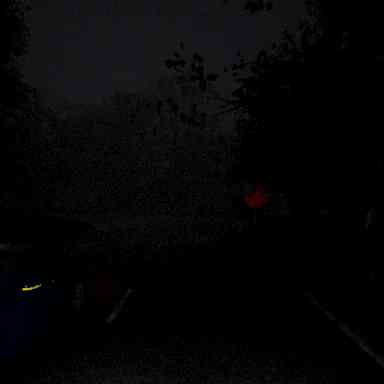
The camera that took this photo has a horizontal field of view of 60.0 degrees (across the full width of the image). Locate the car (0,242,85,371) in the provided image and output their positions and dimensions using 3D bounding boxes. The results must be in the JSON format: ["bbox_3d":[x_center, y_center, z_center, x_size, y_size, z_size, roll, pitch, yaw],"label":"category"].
[{"bbox_3d":[-3.043,1.562,4.991,1.812,1.442,4.674,0,-1,1],"label":"car"}]
